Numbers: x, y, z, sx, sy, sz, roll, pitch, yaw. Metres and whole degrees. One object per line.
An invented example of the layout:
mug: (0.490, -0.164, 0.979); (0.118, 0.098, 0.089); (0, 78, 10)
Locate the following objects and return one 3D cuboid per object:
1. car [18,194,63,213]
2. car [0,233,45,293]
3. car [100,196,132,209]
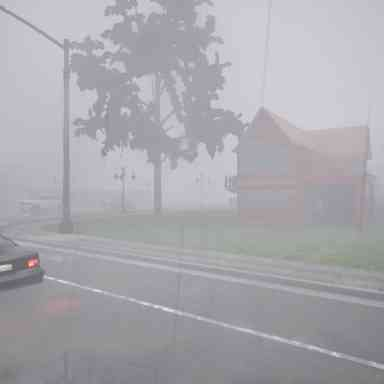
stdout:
car: (-16.632, 1.222, 37.618); (2.150, 2.045, 5.566); (0, 0, 33)
car: (-5.736, 1.547, 8.025); (5.357, 1.411, 2.033); (0, 0, 36)
car: (-10.634, 1.351, 46.525); (2.097, 1.767, 4.553); (0, 0, 34)
